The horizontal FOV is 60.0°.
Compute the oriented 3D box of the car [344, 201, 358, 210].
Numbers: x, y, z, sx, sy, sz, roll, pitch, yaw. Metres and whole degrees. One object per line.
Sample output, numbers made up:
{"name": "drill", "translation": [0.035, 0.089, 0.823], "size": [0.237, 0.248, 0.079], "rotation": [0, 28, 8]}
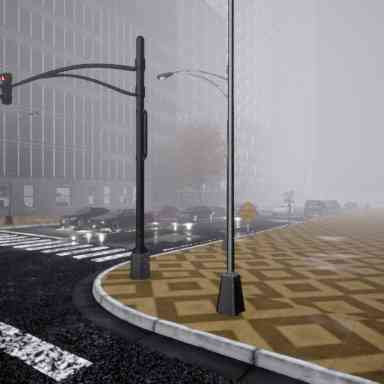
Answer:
{"name": "car", "translation": [31.503, 2.662, 65.686], "size": [2.097, 1.767, 4.553], "rotation": [0, -1, 33]}

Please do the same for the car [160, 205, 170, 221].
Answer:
{"name": "car", "translation": [-2.797, 2.007, 32.810], "size": [1.812, 1.442, 4.674], "rotation": [0, -1, 33]}

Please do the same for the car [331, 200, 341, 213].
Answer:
{"name": "car", "translation": [22.408, 2.267, 53.509], "size": [2.150, 2.045, 5.566], "rotation": [0, -1, 33]}

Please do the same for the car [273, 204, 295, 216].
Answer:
{"name": "car", "translation": [12.028, 2.318, 43.422], "size": [1.812, 1.442, 4.674], "rotation": [0, -1, 33]}

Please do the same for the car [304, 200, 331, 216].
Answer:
{"name": "car", "translation": [16.580, 2.077, 44.480], "size": [2.150, 2.045, 5.566], "rotation": [0, -1, 33]}

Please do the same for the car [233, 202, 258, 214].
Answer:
{"name": "car", "translation": [8.062, 2.315, 49.542], "size": [1.882, 1.535, 5.008], "rotation": [0, -1, 33]}

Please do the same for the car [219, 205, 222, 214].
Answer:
{"name": "car", "translation": [2.596, 2.223, 41.160], "size": [1.994, 1.385, 4.181], "rotation": [0, -1, 32]}

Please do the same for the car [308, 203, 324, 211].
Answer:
{"name": "car", "translation": [21.978, 2.643, 58.843], "size": [1.812, 1.442, 4.674], "rotation": [0, -2, 33]}

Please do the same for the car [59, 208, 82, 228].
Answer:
{"name": "car", "translation": [-7.724, 1.844, 25.166], "size": [1.812, 1.442, 4.674], "rotation": [0, -1, 31]}

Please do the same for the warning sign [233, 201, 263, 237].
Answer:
{"name": "warning sign", "translation": [3.136, 1.454, 18.552], "size": [1.300, 1.860, 1.060], "rotation": [1, 1, 33]}

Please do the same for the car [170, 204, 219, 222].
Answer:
{"name": "car", "translation": [0.346, 2.003, 31.685], "size": [1.837, 1.490, 4.892], "rotation": [0, -1, 33]}

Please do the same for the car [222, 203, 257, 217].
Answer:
{"name": "car", "translation": [5.785, 2.204, 40.093], "size": [1.812, 1.442, 4.674], "rotation": [0, -1, 33]}

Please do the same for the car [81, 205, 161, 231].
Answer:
{"name": "car", "translation": [-4.856, 1.874, 23.628], "size": [2.033, 1.411, 5.357], "rotation": [0, -1, 33]}
